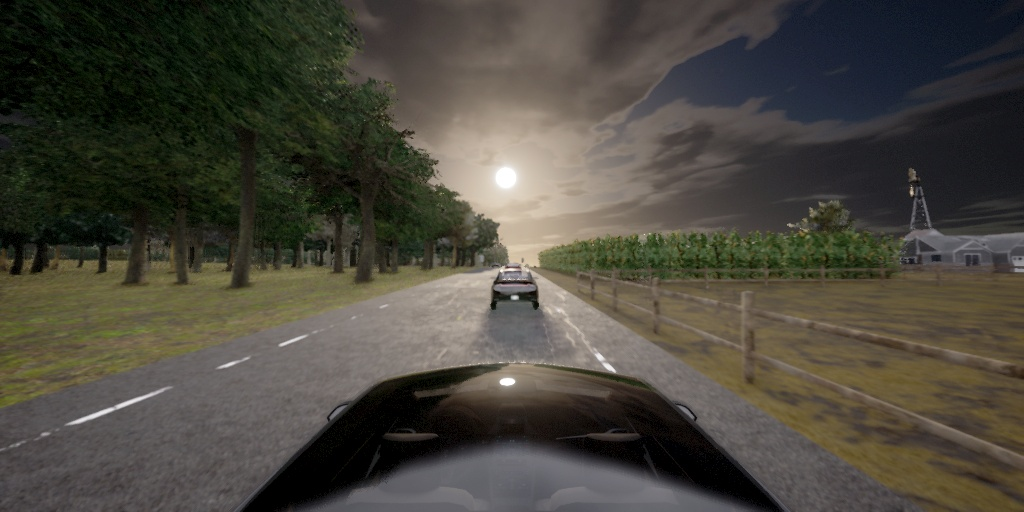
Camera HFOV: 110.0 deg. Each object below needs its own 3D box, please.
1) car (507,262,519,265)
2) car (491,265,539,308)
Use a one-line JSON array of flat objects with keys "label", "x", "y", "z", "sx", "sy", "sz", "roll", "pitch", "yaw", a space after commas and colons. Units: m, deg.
[{"label": "car", "x": 0.119, "y": 1.474, "z": 41.496, "sx": 1.882, "sy": 1.535, "sz": 5.008, "roll": 0, "pitch": 0, "yaw": 0}, {"label": "car", "x": 0.107, "y": 1.307, "z": 15.478, "sx": 2.128, "sy": 1.511, "sz": 4.902, "roll": 0, "pitch": 0, "yaw": 0}]
